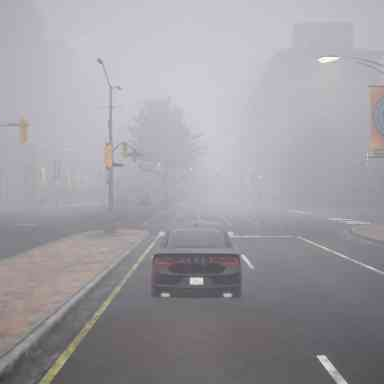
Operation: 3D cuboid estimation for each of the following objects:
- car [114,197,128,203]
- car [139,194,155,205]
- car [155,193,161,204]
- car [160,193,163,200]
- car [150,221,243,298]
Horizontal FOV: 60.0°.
[{"bbox_3d":[-14.499,1.589,67.931,1.895,1.301,4.718,0,0,0],"label":"car"},{"bbox_3d":[-7.873,1.500,56.562,1.837,1.490,4.892,0,0,1],"label":"car"},{"bbox_3d":[-7.791,1.520,65.821,1.812,1.442,4.674,0,0,1],"label":"car"},{"bbox_3d":[-7.717,1.218,76.572,2.150,2.045,5.566,0,0,0],"label":"car"},{"bbox_3d":[0.109,1.477,8.555,1.882,1.535,5.008,0,0,1],"label":"car"}]
